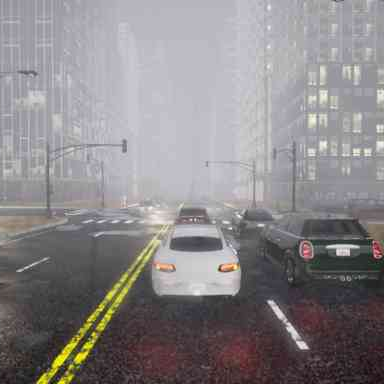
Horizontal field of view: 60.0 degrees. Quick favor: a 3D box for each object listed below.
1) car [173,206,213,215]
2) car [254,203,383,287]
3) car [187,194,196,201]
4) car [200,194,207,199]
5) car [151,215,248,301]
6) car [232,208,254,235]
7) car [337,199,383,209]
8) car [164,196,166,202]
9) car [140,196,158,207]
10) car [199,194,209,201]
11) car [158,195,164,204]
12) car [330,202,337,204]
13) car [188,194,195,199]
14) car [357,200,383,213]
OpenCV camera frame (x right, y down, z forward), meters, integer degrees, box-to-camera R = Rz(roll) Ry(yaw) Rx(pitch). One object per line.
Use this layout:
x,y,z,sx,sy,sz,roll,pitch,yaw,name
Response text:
0.056,1.495,17.432,1.837,1.490,4.892,0,0,0,car
3.327,1.348,9.460,2.097,1.767,4.553,0,0,0,car
-0.202,1.414,80.348,1.837,1.490,4.892,0,0,0,car
3.021,1.262,90.773,1.812,1.442,4.674,0,0,0,car
0.081,1.522,8.183,1.812,1.442,4.674,0,0,0,car
3.304,1.554,17.846,1.994,1.385,4.181,0,0,0,car
16.127,1.518,29.599,5.009,1.841,2.192,1,0,1,car
-6.682,1.414,71.475,1.882,1.535,5.008,0,0,0,car
-6.718,1.526,50.776,1.994,1.385,4.181,0,0,0,car
3.048,1.392,80.356,1.882,1.535,5.008,0,0,0,car
-6.722,1.427,61.100,1.882,1.535,5.008,0,0,1,car
15.066,1.700,35.385,4.718,1.301,1.895,0,1,0,car
-0.229,1.216,90.766,1.882,1.535,5.008,0,0,0,car
21.714,1.641,37.900,4.829,1.417,1.752,1,0,1,car
